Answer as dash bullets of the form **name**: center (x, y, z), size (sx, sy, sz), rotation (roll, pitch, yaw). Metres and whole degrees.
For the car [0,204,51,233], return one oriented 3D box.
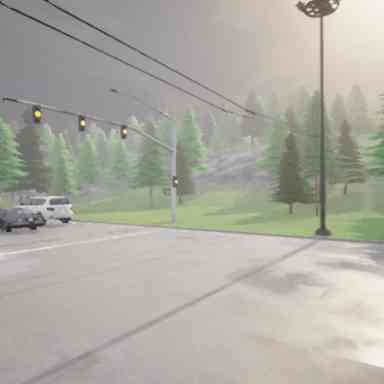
- **car**: center (-11.372, 1.675, 20.705), size (5.357, 1.411, 2.033), rotation (0, 0, 36)

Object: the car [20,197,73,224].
- **car**: center (-11.241, 1.363, 24.912), size (5.566, 2.045, 2.150), rotation (0, 0, 36)
